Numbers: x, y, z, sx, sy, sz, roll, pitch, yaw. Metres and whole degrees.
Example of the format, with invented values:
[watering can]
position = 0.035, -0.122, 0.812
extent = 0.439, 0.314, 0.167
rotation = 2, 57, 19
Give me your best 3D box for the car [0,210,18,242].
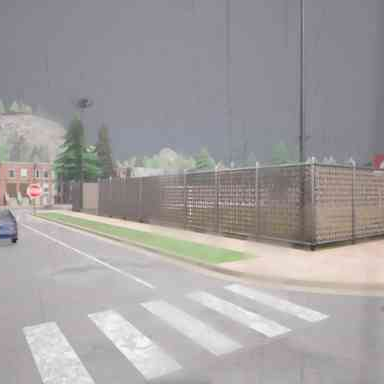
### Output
[car]
position = -9.254, 1.532, 15.568
extent = 2.033, 1.411, 5.357
rotation = 0, 0, -30
